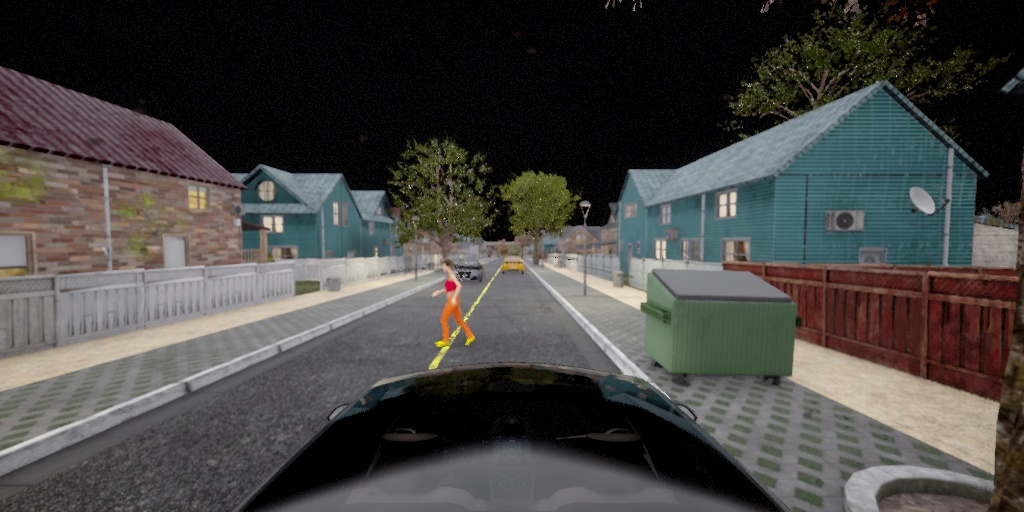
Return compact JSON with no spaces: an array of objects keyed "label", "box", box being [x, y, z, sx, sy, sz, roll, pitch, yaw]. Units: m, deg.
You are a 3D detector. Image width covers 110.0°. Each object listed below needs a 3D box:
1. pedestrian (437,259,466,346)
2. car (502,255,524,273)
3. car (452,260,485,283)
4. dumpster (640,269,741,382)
[{"label":"pedestrian","box":[-1.257,0.948,7.448,0.375,1.860,0.375,-2,3,-1]},{"label":"car","box":[0.106,0.749,33.433,1.882,1.535,5.008,0,1,0]},{"label":"car","box":[-2.841,0.970,23.574,1.994,1.385,4.181,0,1,0]},{"label":"dumpster","box":[3.012,1.065,6.537,1.020,1.700,1.940,0,0,0]}]
